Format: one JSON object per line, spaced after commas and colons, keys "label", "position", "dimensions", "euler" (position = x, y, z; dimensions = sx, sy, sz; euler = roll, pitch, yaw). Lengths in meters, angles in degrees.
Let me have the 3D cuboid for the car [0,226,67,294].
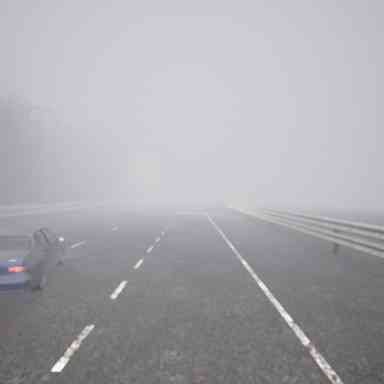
{"label": "car", "position": [-4.687, 1.648, 9.002], "dimensions": [2.033, 1.411, 5.357], "euler": [0, -1, -13]}
